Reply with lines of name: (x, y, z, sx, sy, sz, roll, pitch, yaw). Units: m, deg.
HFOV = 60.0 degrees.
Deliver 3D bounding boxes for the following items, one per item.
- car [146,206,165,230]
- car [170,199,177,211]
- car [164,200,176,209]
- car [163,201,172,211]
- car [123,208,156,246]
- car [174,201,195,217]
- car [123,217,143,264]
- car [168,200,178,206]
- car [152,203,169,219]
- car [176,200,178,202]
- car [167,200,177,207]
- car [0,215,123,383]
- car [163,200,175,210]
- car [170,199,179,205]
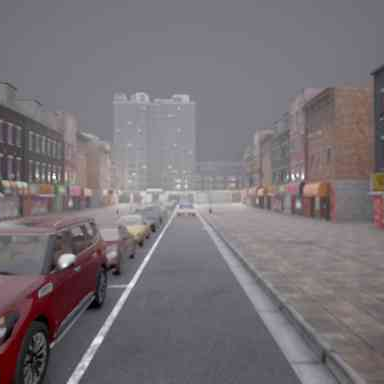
car: (-3.069, 1.802, 21.667, 1.947, 1.339, 4.313, 0, -1, -1)
car: (-3.639, 2.081, 48.921, 2.008, 1.369, 4.403, 0, -1, -1)
car: (-3.867, 2.214, 59.822, 1.947, 1.339, 4.313, 0, -1, -1)
car: (-3.297, 1.904, 32.569, 2.008, 1.369, 4.403, 0, -1, -1)
car: (-2.952, 1.701, 16.047, 1.752, 1.417, 4.829, 0, -1, -1)
car: (-0.632, 1.988, 35.983, 1.895, 1.301, 4.718, 0, -1, -1)
car: (-2.842, 1.701, 10.766, 1.802, 1.307, 4.206, 0, -1, -1)
car: (-4.094, 2.331, 70.723, 1.947, 1.339, 4.313, 0, -1, -1)
car: (-3.183, 1.861, 27.118, 1.947, 1.339, 4.313, 0, -1, -1)
car: (-0.841, 1.974, 46.047, 1.882, 1.535, 5.008, 0, -1, -1)
car: (-3.980, 2.288, 65.272, 1.802, 1.307, 4.206, 0, -1, -1)
car: (-2.729, 1.376, 5.318, 2.192, 1.841, 5.009, 0, -1, -1)
car: (-3.749, 2.113, 54.201, 1.752, 1.417, 4.829, 0, -1, -1)
car: (-4.322, 2.448, 81.624, 1.947, 1.339, 4.313, 0, -1, -1)
